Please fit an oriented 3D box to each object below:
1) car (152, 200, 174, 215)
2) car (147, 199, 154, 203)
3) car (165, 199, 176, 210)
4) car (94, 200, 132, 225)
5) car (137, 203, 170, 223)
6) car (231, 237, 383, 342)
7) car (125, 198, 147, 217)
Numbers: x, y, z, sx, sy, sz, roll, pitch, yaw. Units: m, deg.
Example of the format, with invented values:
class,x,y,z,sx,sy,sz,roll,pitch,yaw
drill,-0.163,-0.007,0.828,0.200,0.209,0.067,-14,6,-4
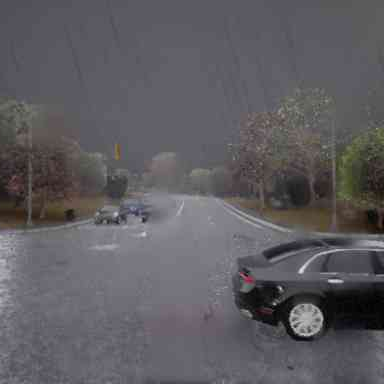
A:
class,x,y,z,sx,sy,sz,roll,pitch,yaw
car,-3.548,2.071,41.174,1.812,1.442,4.674,0,1,0
car,-6.990,1.889,54.049,1.895,1.301,4.718,0,2,1
car,-3.512,1.867,51.349,1.837,1.490,4.892,0,2,1
car,-7.110,1.894,29.650,2.097,1.767,4.553,0,-1,1
car,-3.568,2.106,31.640,2.033,1.411,5.357,0,0,0
car,3.176,1.614,5.994,4.892,1.490,1.837,0,-1,2
car,-7.055,1.780,39.165,2.150,2.045,5.566,0,0,1
